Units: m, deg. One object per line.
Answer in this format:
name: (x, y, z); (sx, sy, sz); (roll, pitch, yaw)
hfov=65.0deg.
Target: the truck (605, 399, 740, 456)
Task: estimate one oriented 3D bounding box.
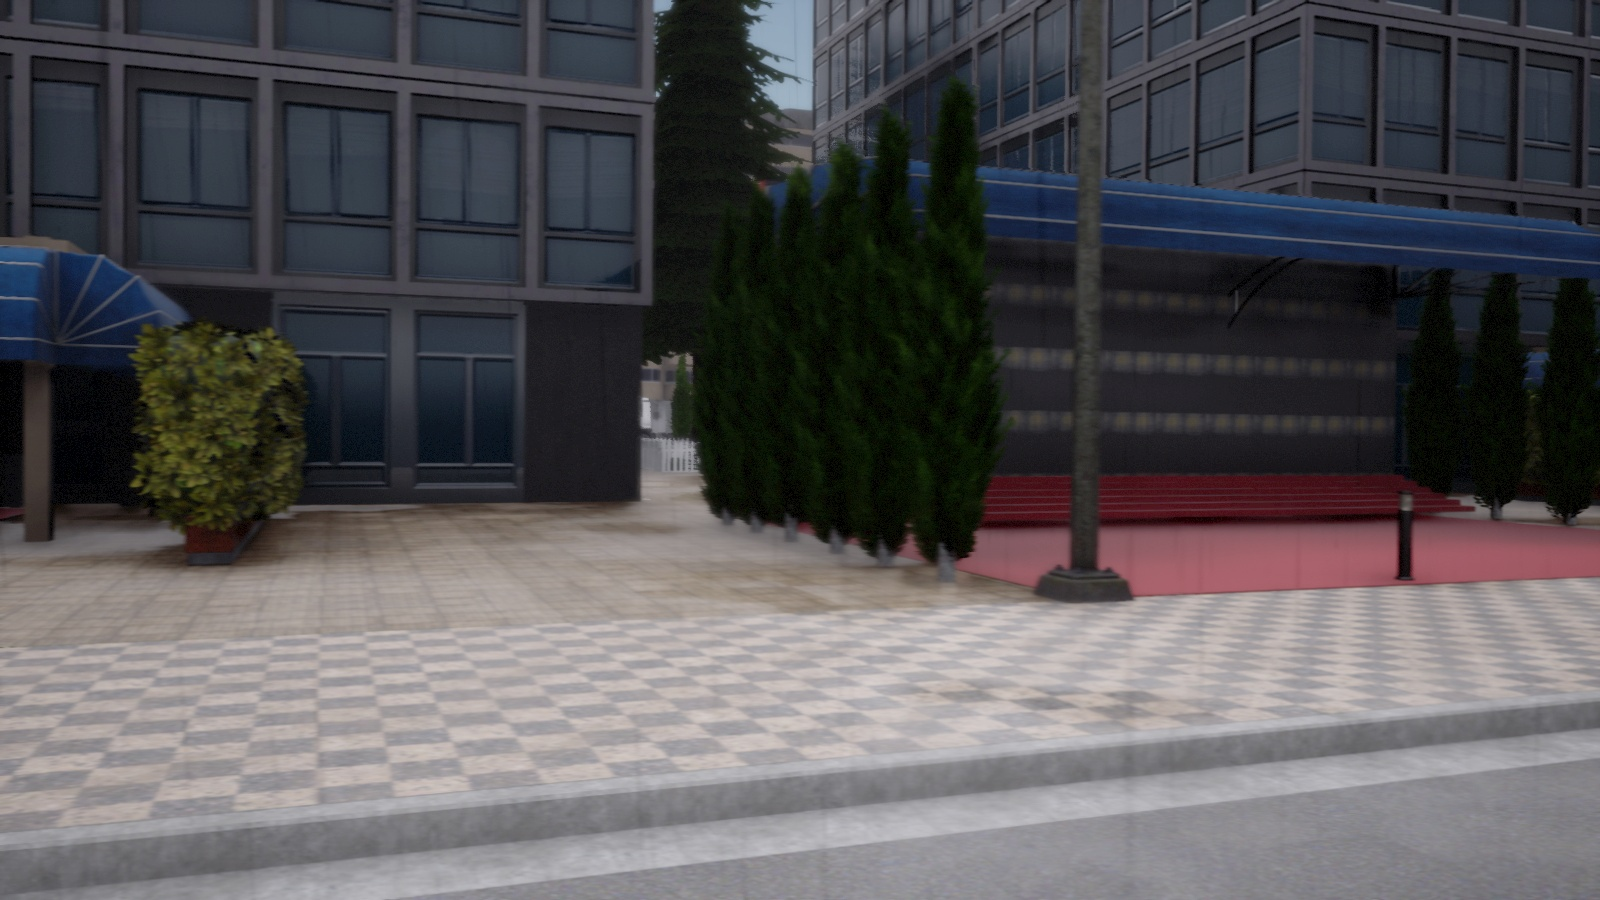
truck: (-8.021, -1.436, 78.872); (7.936, 3.462, 2.891); (-1, 1, -20)
